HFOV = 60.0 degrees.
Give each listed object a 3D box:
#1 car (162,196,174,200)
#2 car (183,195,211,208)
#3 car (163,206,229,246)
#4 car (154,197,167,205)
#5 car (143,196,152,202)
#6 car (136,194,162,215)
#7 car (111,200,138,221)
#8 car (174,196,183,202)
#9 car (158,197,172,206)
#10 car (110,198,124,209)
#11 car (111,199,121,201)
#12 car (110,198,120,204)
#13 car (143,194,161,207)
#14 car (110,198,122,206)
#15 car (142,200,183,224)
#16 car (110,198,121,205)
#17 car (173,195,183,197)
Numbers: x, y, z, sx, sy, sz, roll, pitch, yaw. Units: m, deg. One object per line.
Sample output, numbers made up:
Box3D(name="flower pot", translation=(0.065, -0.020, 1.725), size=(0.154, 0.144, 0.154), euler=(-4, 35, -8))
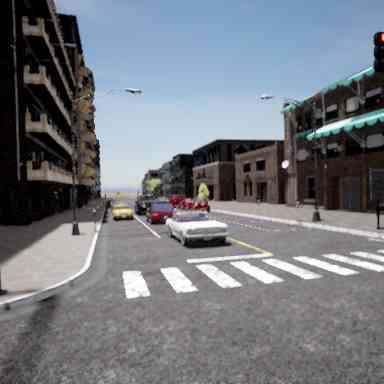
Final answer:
Box3D(name="car", translation=(-4.269, 1.635, 46.023), size=(1.994, 1.385, 4.181), euler=(-2, 0, -14))
Box3D(name="car", translation=(0.666, 1.378, 37.149), size=(1.967, 1.590, 4.097), euler=(-2, 0, -14))
Box3D(name="car", translation=(0.109, 1.574, 15.421), size=(1.895, 1.301, 4.718), euler=(-2, 0, -14))
Box3D(name="car", translation=(-6.215, 1.695, 64.686), size=(1.802, 1.307, 4.206), euler=(-2, 0, -14))
Box3D(name="car", translation=(-11.750, 1.784, 86.886), size=(1.752, 1.417, 4.829), euler=(-2, 0, -14))
Box3D(name="car", translation=(-4.885, 1.318, 35.479), size=(2.150, 2.045, 5.566), euler=(-2, 0, -13))
Box3D(name="car", translation=(-6.143, 1.663, 29.450), size=(1.752, 1.417, 4.829), euler=(-2, 0, -14))
Box3D(name="car", translation=(-0.722, 1.555, 42.651), size=(1.802, 1.307, 4.206), euler=(-2, 0, -14))
Box3D(name="car", translation=(-4.885, 1.604, 59.342), size=(1.752, 1.417, 4.829), euler=(-2, 0, -14))
Box3D(name="car", translation=(-11.615, 1.716, 51.666), size=(1.967, 1.590, 4.097), euler=(-2, 0, -14))
Box3D(name="car", translation=(-7.505, 1.723, 35.137), size=(2.008, 1.369, 4.403), euler=(-2, 0, -14))
Box3D(name="car", translation=(-17.097, 1.969, 73.704), size=(2.008, 1.369, 4.403), euler=(-2, 0, -14))
Box3D(name="car", translation=(-6.734, 1.356, 55.647), size=(2.150, 2.045, 5.566), euler=(-2, 0, -14))
Box3D(name="car", translation=(-14.350, 1.913, 62.686), size=(1.947, 1.339, 4.313), euler=(-2, 0, -14))
Box3D(name="car", translation=(-2.332, 1.597, 25.176), size=(1.994, 1.385, 4.181), euler=(-2, 0, -15))
Box3D(name="car", translation=(-15.724, 1.927, 68.195), size=(1.887, 1.381, 4.507), euler=(-2, 0, -14))
Box3D(name="car", translation=(-2.106, 1.323, 48.159), size=(2.192, 1.841, 5.009), euler=(-2, 0, -14))
